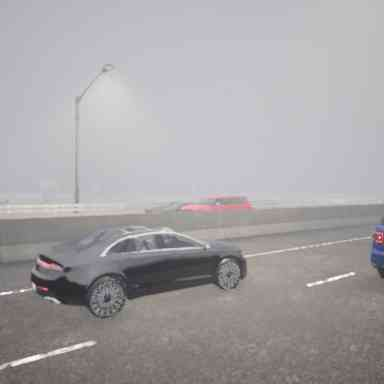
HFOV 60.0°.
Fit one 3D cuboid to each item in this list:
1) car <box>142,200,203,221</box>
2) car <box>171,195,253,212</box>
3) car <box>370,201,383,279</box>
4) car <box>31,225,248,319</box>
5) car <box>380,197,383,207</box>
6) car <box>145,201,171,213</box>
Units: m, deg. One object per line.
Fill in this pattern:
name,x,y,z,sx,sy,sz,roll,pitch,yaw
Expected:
car,-1.639,1.497,28.619,5.008,1.535,1.882,0,0,-35
car,1.661,1.240,22.377,5.566,2.045,2.150,0,0,-35
car,6.854,1.234,8.637,5.566,2.045,2.150,0,0,-36
car,-0.876,1.496,7.421,4.902,1.511,2.128,0,0,-36
car,31.785,1.546,52.383,4.892,1.490,1.837,0,0,-35
car,-0.745,1.496,24.959,5.008,1.535,1.882,0,0,-35
